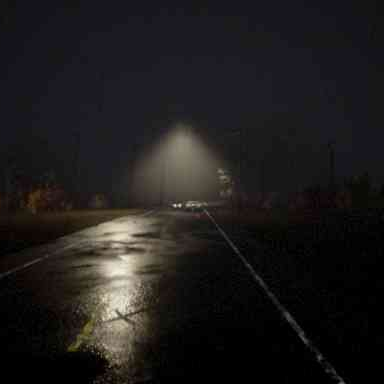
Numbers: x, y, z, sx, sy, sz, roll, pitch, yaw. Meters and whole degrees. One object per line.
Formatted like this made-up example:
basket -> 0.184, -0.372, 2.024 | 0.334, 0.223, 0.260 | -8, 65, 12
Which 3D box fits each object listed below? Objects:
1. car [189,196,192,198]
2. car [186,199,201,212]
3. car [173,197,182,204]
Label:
car -> 0.067, 1.812, 53.990 | 2.128, 1.511, 4.902 | 0, 0, 0
car -> 0.150, 1.850, 42.056 | 1.895, 1.301, 4.718 | 0, 0, 0
car -> -3.294, 1.979, 76.054 | 2.128, 1.511, 4.902 | 0, 0, 1
